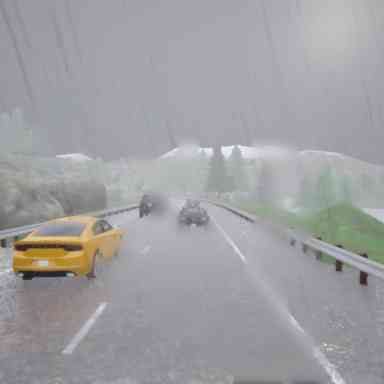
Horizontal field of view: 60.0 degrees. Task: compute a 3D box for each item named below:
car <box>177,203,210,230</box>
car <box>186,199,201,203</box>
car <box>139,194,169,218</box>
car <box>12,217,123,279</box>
[{"bbox_3d":[0.093,1.600,21.230,1.895,1.301,4.718,0,0,0],"label":"car"},{"bbox_3d":[0.085,1.547,39.460,2.033,1.411,5.357,0,0,0],"label":"car"},{"bbox_3d":[-3.396,1.221,30.137,2.150,2.045,5.566,0,0,0],"label":"car"},{"bbox_3d":[-3.403,1.477,10.092,1.882,1.535,5.008,0,0,0],"label":"car"}]
